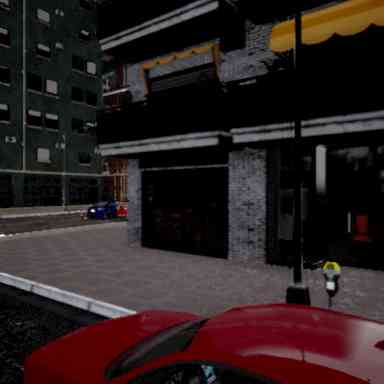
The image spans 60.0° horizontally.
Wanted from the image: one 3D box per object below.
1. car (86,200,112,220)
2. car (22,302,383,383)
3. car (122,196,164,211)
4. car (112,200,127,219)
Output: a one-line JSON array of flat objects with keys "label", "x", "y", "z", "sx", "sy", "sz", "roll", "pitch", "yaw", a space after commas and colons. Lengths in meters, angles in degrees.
[{"label": "car", "x": -6.133, "y": 1.325, "z": 26.025, "sx": 1.994, "sy": 1.385, "sz": 4.181, "roll": 0, "pitch": 1, "yaw": 35}, {"label": "car", "x": 0.530, "y": 1.544, "z": 2.342, "sx": 4.507, "sy": 1.381, "sz": 1.887, "roll": 0, "pitch": 0, "yaw": 36}, {"label": "car", "x": -5.302, "y": 1.171, "z": 36.745, "sx": 1.752, "sy": 1.417, "sz": 4.829, "roll": 1, "pitch": 1, "yaw": 35}, {"label": "car", "x": -3.608, "y": 1.199, "z": 25.119, "sx": 1.967, "sy": 1.590, "sz": 4.097, "roll": 1, "pitch": 1, "yaw": 35}]
